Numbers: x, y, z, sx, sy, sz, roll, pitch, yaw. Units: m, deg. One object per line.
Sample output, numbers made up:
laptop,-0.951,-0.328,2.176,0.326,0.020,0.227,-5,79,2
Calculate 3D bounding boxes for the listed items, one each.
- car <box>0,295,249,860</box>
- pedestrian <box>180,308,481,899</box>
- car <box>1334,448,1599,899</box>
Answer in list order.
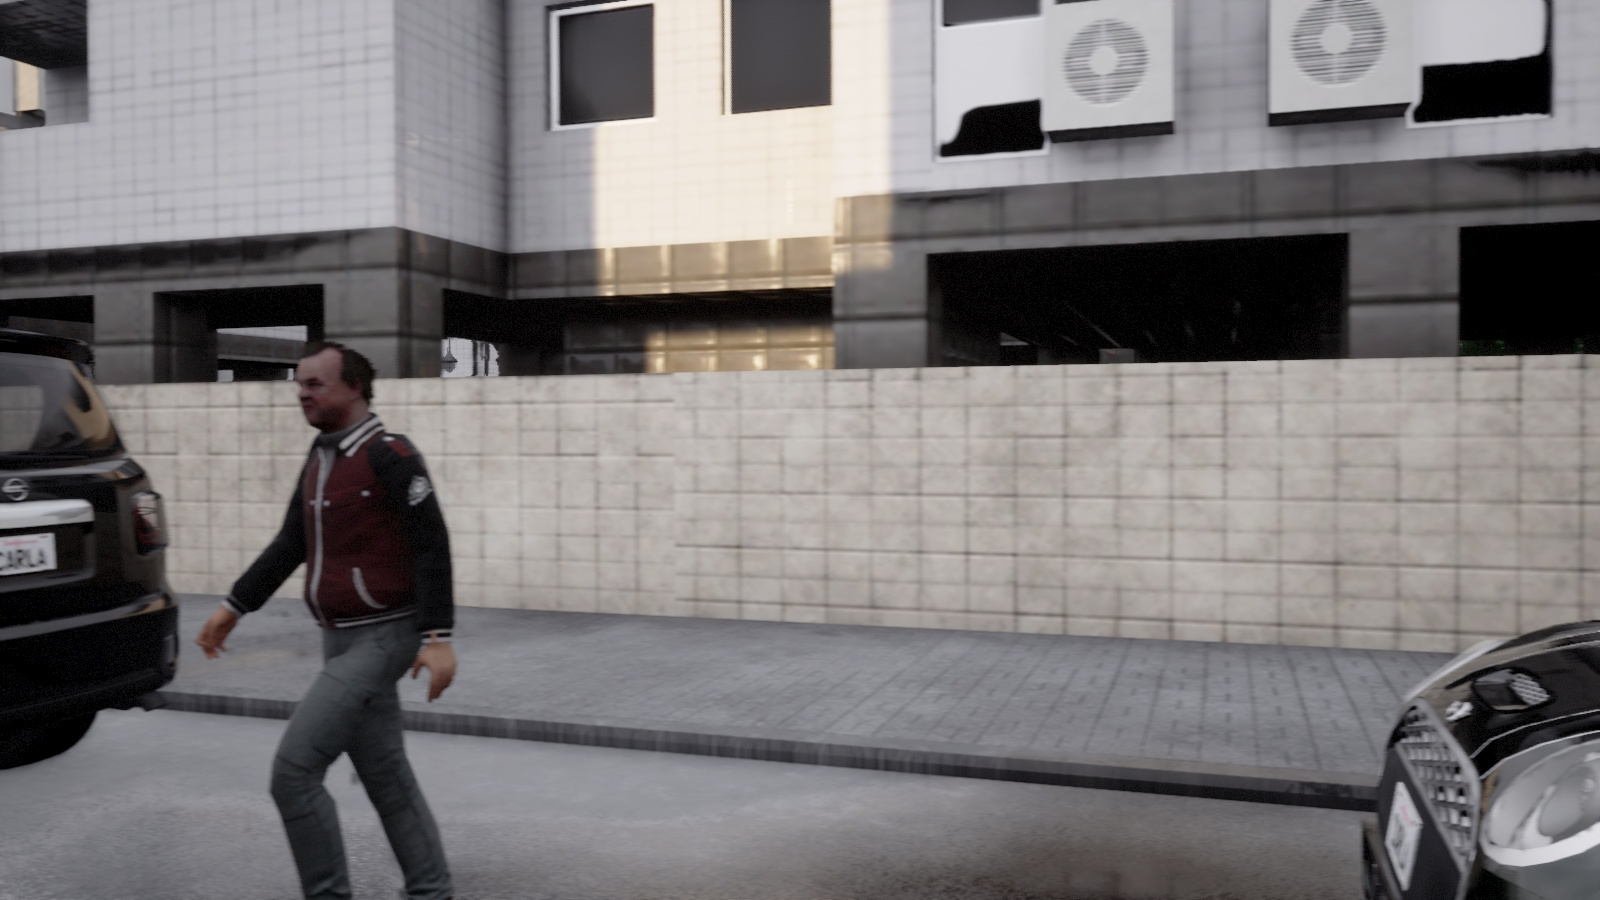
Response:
car,-5.486,0.439,5.563,5.566,2.045,2.150,0,1,18
pedestrian,-1.343,0.554,3.641,0.376,1.854,0.720,1,1,43
car,3.260,0.762,2.623,3.806,1.475,1.970,1,1,19
